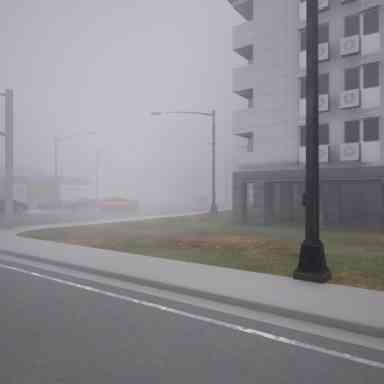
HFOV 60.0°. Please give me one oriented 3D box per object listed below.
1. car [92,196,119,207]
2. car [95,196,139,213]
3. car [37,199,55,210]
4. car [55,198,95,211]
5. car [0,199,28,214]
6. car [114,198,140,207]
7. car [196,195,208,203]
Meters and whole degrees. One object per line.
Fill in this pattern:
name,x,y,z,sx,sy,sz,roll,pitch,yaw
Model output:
car,-13.337,1.477,51.662,1.882,1.535,5.008,0,0,16
car,-8.122,1.352,37.405,2.097,1.767,4.553,0,0,31
car,-17.560,1.564,42.491,1.994,1.385,4.181,0,0,31
car,-14.045,1.491,41.572,2.128,1.511,4.902,0,0,30
car,-19.348,1.477,33.714,1.882,1.535,5.008,0,0,36
car,-9.911,1.600,50.860,1.895,1.301,4.718,0,0,16
car,2.049,1.352,69.977,2.097,1.767,4.553,0,0,-8
